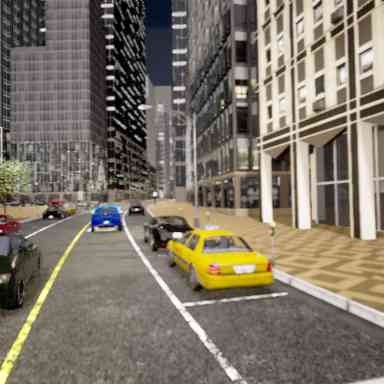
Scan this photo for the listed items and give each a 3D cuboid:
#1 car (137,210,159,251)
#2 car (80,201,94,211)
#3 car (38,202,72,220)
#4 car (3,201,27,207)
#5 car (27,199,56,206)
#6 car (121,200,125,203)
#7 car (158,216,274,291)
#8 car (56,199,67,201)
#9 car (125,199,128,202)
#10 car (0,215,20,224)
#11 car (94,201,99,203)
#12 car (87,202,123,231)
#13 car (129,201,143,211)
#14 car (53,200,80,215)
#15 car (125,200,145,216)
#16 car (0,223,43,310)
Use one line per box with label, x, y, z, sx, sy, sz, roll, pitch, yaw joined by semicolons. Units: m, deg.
car;-1.073;1.679;14.573;1.947;1.339;4.313;1;-1;-15
car;-16.380;2.136;49.636;2.008;1.369;4.403;0;-1;-8
car;-13.654;1.986;33.411;1.947;1.339;4.313;0;-1;-11
car;-38.986;2.729;74.108;4.403;1.369;2.008;-1;-1;2
car;-33.400;2.630;73.881;4.313;1.339;1.947;-1;-1;2
car;-9.178;1.996;38.923;1.895;1.301;4.718;-1;0;-10
car;0.447;1.582;9.104;1.752;1.417;4.829;1;-1;-16
car;-33.088;2.578;81.758;5.009;1.841;2.192;-1;-1;2
car;-7.196;1.834;42.717;1.967;1.590;4.097;0;-1;-9
car;-9.982;1.829;16.981;1.802;1.307;4.206;1;-1;-14
car;-17.703;2.243;60.371;2.008;1.369;4.403;0;-1;-6
car;-5.766;1.707;22.582;1.882;1.535;5.008;-1;0;-13
car;-8.084;1.991;48.289;1.887;1.381;4.507;0;-1;-8
car;-14.629;2.000;38.650;1.752;1.417;4.829;0;-1;-10
car;-6.201;1.905;37.117;1.947;1.339;4.313;0;-1;-11
car;-4.745;1.677;7.659;1.994;1.385;4.181;-1;0;-16
